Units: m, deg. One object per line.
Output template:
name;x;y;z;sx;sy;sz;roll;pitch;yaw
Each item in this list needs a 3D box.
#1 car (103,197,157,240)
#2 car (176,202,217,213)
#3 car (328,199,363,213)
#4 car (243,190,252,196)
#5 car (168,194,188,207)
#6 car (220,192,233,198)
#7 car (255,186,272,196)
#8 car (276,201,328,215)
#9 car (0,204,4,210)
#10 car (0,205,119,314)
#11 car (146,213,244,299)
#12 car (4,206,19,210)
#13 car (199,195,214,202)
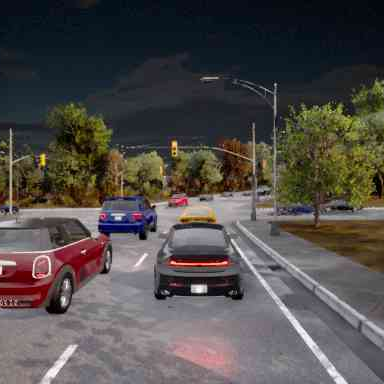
car;-3.181;1.260;17.364;2.150;2.045;5.566;0;0;2
car;0.348;1.518;17.846;1.882;1.535;5.008;0;0;2
car;16.385;1.534;37.011;4.902;1.511;2.128;-1;0;4
car;14.627;0.267;84.324;1.994;1.385;4.181;0;3;33
car;-2.183;1.351;53.736;2.150;2.045;5.566;0;0;14
car;8.410;0.652;80.597;1.994;1.385;4.181;0;3;28
car;17.947;0.150;83.044;1.882;1.535;5.008;0;3;33
car;10.818;1.608;33.712;4.674;1.442;1.812;0;0;7
car;-21.519;1.709;32.172;4.902;1.511;2.128;-1;0;4
car;-3.353;1.363;7.801;2.097;1.767;4.553;0;0;1
car;0.154;1.517;8.467;1.837;1.490;4.892;0;0;1
car;-21.174;1.827;35.662;4.718;1.301;1.895;-1;0;3
car;3.082;1.283;69.496;2.033;1.411;5.357;0;2;21
